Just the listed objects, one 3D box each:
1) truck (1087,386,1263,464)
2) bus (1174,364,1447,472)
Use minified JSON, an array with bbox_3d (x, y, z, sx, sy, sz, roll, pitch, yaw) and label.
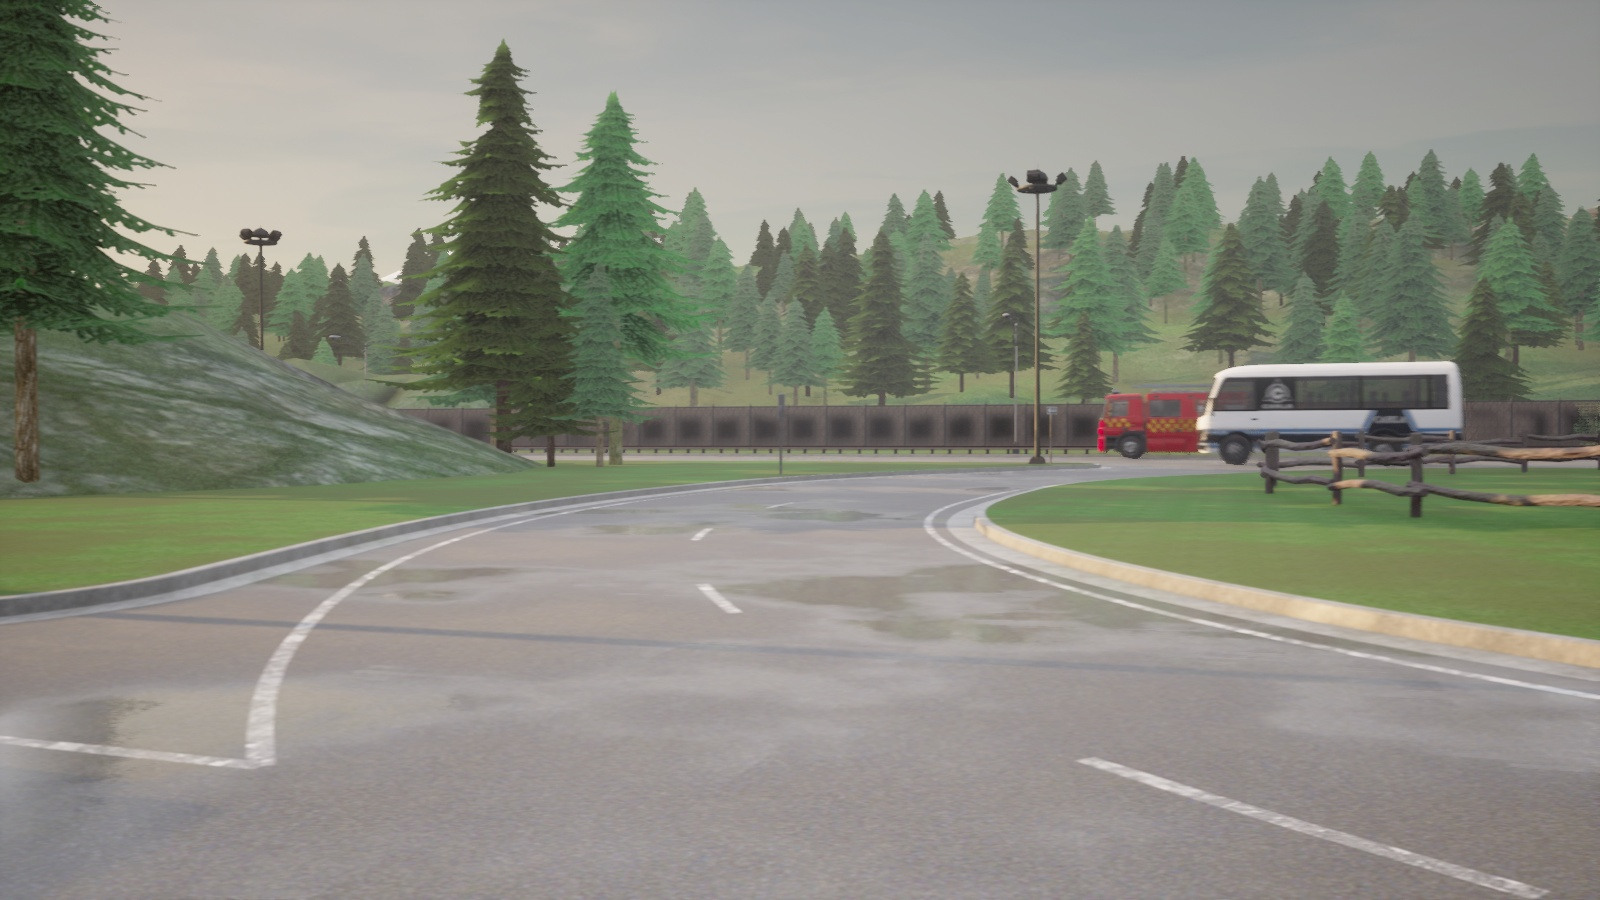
[{"bbox_3d":[19.230,-1.300,64.605,8.468,3.827,2.891,1,1,18],"label":"truck"},{"bbox_3d":[21.186,-1.317,52.885,10.273,4.253,3.944,1,1,18],"label":"bus"}]
